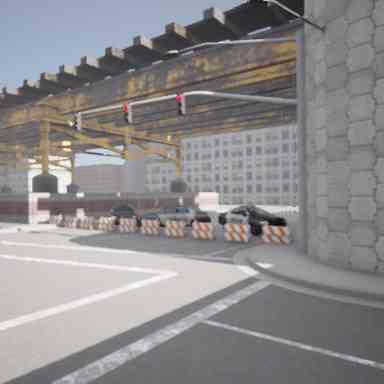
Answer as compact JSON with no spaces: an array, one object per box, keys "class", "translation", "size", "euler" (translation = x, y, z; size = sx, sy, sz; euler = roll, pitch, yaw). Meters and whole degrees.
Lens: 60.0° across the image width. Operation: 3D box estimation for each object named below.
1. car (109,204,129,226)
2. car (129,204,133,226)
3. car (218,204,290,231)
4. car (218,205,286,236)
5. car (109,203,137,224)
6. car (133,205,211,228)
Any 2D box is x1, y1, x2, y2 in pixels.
[{"class":"car","translation":[-4.998,1.689,24.661],"size":[2.038,1.542,4.974],"euler":[-1,0,-10]},{"class":"car","translation":[-1.306,1.630,21.904],"size":[4.974,1.542,2.038],"euler":[-1,0,0]},{"class":"car","translation":[3.437,1.403,19.363],"size":[1.853,1.218,4.536],"euler":[0,0,-25]},{"class":"car","translation":[3.460,1.560,19.315],"size":[2.038,1.542,4.974],"euler":[0,0,-25]},{"class":"car","translation":[-5.008,1.532,24.714],"size":[1.853,1.218,4.536],"euler":[-1,0,-10]},{"class":"car","translation":[-1.256,1.471,21.905],"size":[4.536,1.218,1.853],"euler":[-1,0,0]}]
